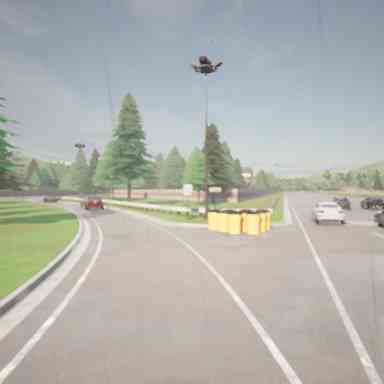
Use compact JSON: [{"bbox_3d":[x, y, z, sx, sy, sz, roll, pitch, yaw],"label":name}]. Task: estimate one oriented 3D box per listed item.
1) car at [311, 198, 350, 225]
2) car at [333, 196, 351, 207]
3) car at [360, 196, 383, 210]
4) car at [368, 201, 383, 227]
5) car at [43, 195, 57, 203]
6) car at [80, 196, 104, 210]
[{"bbox_3d":[9.391,1.402,23.157,1.812,1.442,4.674,0,0,15],"label":"car"},{"bbox_3d":[17.640,1.274,39.780,2.128,1.511,4.902,0,0,15],"label":"car"},{"bbox_3d":[21.030,1.277,38.909,1.837,1.490,4.892,0,0,15],"label":"car"},{"bbox_3d":[11.737,1.432,18.462,2.033,1.411,5.357,0,0,15],"label":"car"},{"bbox_3d":[-27.592,1.394,64.731,2.128,1.511,4.902,0,0,-34],"label":"car"},{"bbox_3d":[-12.214,1.250,40.394,2.097,1.767,4.553,0,0,-27],"label":"car"}]
